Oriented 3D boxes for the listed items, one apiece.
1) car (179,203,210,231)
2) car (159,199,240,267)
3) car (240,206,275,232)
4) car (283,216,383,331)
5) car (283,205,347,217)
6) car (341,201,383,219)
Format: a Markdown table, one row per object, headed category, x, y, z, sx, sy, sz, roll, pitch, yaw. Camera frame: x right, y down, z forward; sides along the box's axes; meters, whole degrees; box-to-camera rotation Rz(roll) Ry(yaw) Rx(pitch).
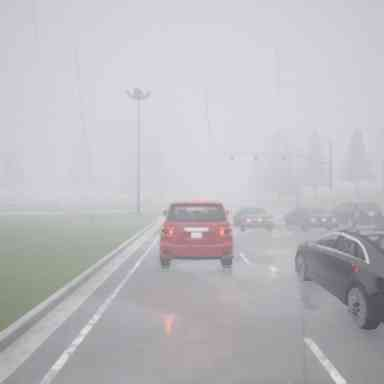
| category | x | y | z | sx | sy | sz | roll | pitch | yaw |
| --- | --- | --- | --- | --- | --- | --- | --- | --- | --- |
| car | 0.174 | 1.552 | 21.903 | 1.812 | 1.442 | 4.674 | 0 | 0 | 0 |
| car | 0.141 | 1.238 | 11.558 | 2.150 | 2.045 | 5.566 | 0 | 0 | 0 |
| car | 3.685 | 1.572 | 20.505 | 2.033 | 1.411 | 5.357 | 0 | 0 | 0 |
| car | 3.624 | 1.500 | 6.858 | 2.128 | 1.511 | 4.902 | 0 | 0 | 0 |
| car | 7.186 | 1.573 | 20.613 | 2.033 | 1.411 | 5.357 | 0 | 0 | 0 |
| car | 10.690 | 1.379 | 21.947 | 2.097 | 1.767 | 4.553 | 0 | 0 | 0 |
